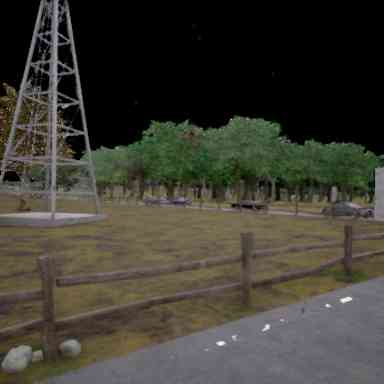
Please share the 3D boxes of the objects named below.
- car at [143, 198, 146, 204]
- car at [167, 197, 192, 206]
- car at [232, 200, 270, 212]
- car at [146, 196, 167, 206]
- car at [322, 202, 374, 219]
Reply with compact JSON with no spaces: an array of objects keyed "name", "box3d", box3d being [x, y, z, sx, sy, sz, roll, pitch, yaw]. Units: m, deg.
[{"name":"car","box3d":[-7.854,1.566,64.810,2.128,1.511,4.902,2,-1,-36]},{"name":"car","box3d":[-1.813,1.619,56.440,1.812,1.442,4.674,2,-1,-35]},{"name":"car","box3d":[6.907,1.627,39.249,1.895,1.301,4.718,2,-1,-36]},{"name":"car","box3d":[-5.294,1.509,56.462,2.128,1.511,4.902,2,-1,-35]},{"name":"car","box3d":[13.811,1.595,29.586,1.994,1.385,4.181,2,-1,-36]}]
